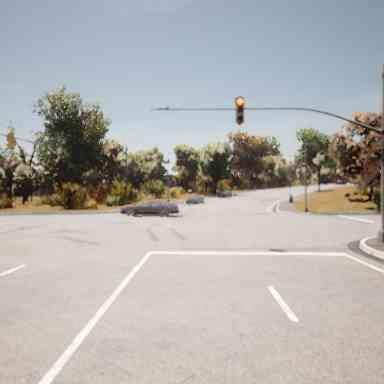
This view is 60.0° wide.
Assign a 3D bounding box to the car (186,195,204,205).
[{"bbox_3d":[0.528,1.204,53.577,1.812,1.442,4.674,0,2,19],"label":"car"}]

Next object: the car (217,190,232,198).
[{"bbox_3d":[6.605,0.425,67.985,1.882,1.535,5.008,0,4,25],"label":"car"}]

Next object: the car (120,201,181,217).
[{"bbox_3d":[-3.728,1.508,30.196,5.357,1.411,2.033,0,0,3],"label":"car"}]
